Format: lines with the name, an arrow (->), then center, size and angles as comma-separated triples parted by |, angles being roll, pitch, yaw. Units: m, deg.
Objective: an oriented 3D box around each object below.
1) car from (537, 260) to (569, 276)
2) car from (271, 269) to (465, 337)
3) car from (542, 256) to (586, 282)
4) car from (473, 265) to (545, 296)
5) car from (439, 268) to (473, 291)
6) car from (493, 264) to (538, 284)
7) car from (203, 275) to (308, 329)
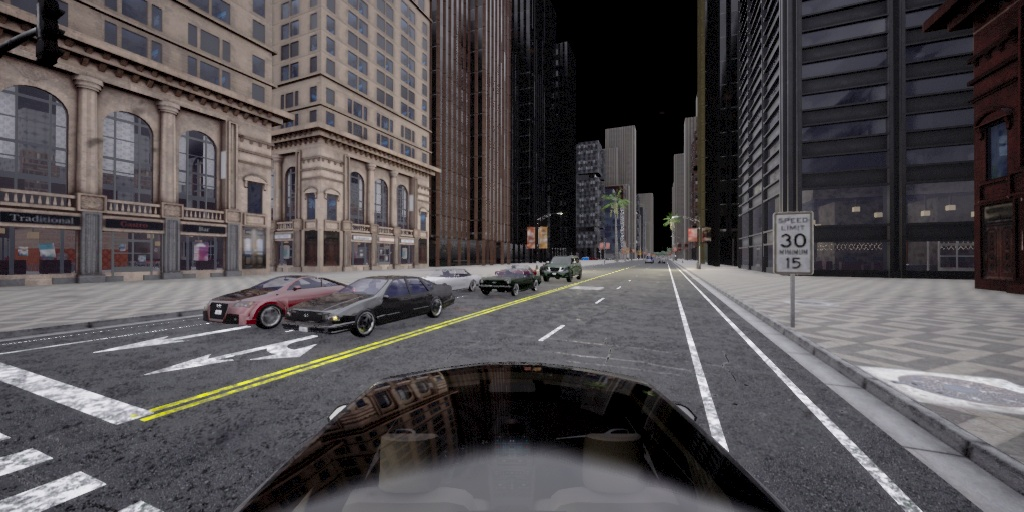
car -> 4.420, 1.250, 37.941 | 1.882, 1.535, 5.008 | 0, 0, 24
car -> -3.771, 1.299, 10.725 | 2.033, 1.411, 5.357 | 0, 0, 23
car -> 4.237, 0.986, 29.363 | 2.150, 2.045, 5.566 | 0, 0, 23
car -> 0.013, 1.357, 19.536 | 1.895, 1.301, 4.718 | 0, 0, 23
car -> -3.574, 1.357, 19.425 | 1.895, 1.301, 4.718 | 0, 0, 23
car -> 0.359, 1.364, 28.577 | 1.895, 1.301, 4.718 | 0, 0, 23
car -> -7.026, 1.316, 11.372 | 1.994, 1.385, 4.181 | 0, 0, 23
